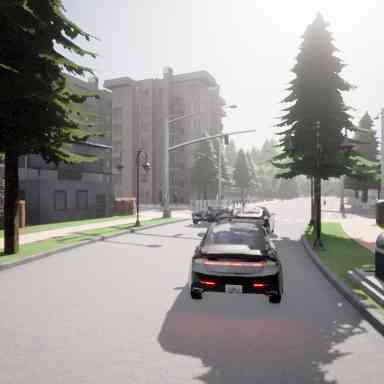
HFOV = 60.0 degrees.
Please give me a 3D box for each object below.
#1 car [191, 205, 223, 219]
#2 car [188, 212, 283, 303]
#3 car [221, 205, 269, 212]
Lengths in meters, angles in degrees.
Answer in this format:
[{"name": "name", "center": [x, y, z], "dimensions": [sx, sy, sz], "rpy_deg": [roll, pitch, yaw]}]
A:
[{"name": "car", "center": [1.597, 1.608, 24.014], "dimensions": [1.895, 1.301, 4.718], "rpy_deg": [0, 0, 23]}, {"name": "car", "center": [1.105, 1.492, 8.268], "dimensions": [2.128, 1.511, 4.902], "rpy_deg": [0, 0, 9]}, {"name": "car", "center": [3.231, 1.491, 17.375], "dimensions": [2.128, 1.511, 4.902], "rpy_deg": [0, 0, 18]}]
